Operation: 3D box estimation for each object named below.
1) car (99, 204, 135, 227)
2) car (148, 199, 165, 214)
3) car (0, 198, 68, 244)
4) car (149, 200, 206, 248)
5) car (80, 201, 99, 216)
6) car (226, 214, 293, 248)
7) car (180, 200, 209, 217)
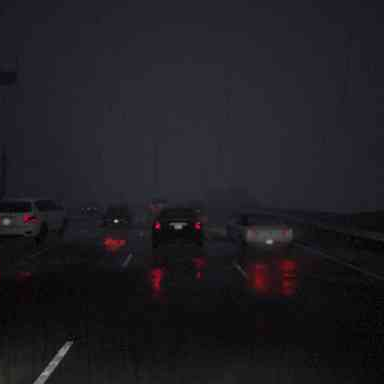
[{"bbox_3d":[-5.176,1.605,23.703,1.837,1.490,4.892,0,0,-7],"label":"car"},{"bbox_3d":[-3.576,1.498,35.419,2.097,1.767,4.553,0,0,-11],"label":"car"},{"bbox_3d":[-7.818,1.294,16.299,2.150,2.045,5.566,0,0,-5],"label":"car"},{"bbox_3d":[-0.727,1.414,15.226,2.097,1.767,4.553,0,0,-5],"label":"car"},{"bbox_3d":[-10.582,1.697,35.004,2.033,1.411,5.357,0,0,-11],"label":"car"},{"bbox_3d":[2.825,1.660,15.132,1.895,1.301,4.718,0,0,-5],"label":"car"},{"bbox_3d":[0.173,1.630,34.471,2.128,1.511,4.902,0,0,-10],"label":"car"}]
